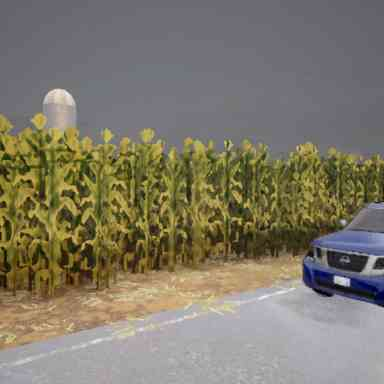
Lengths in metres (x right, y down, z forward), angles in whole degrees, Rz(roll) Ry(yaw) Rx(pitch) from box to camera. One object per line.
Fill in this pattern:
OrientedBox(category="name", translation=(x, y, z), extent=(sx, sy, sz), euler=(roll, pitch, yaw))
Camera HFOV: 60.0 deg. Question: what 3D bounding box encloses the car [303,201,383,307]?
OrientedBox(category="car", translation=(4.898, 1.224, 7.496), extent=(5.566, 2.045, 2.150), euler=(0, 0, -36))
